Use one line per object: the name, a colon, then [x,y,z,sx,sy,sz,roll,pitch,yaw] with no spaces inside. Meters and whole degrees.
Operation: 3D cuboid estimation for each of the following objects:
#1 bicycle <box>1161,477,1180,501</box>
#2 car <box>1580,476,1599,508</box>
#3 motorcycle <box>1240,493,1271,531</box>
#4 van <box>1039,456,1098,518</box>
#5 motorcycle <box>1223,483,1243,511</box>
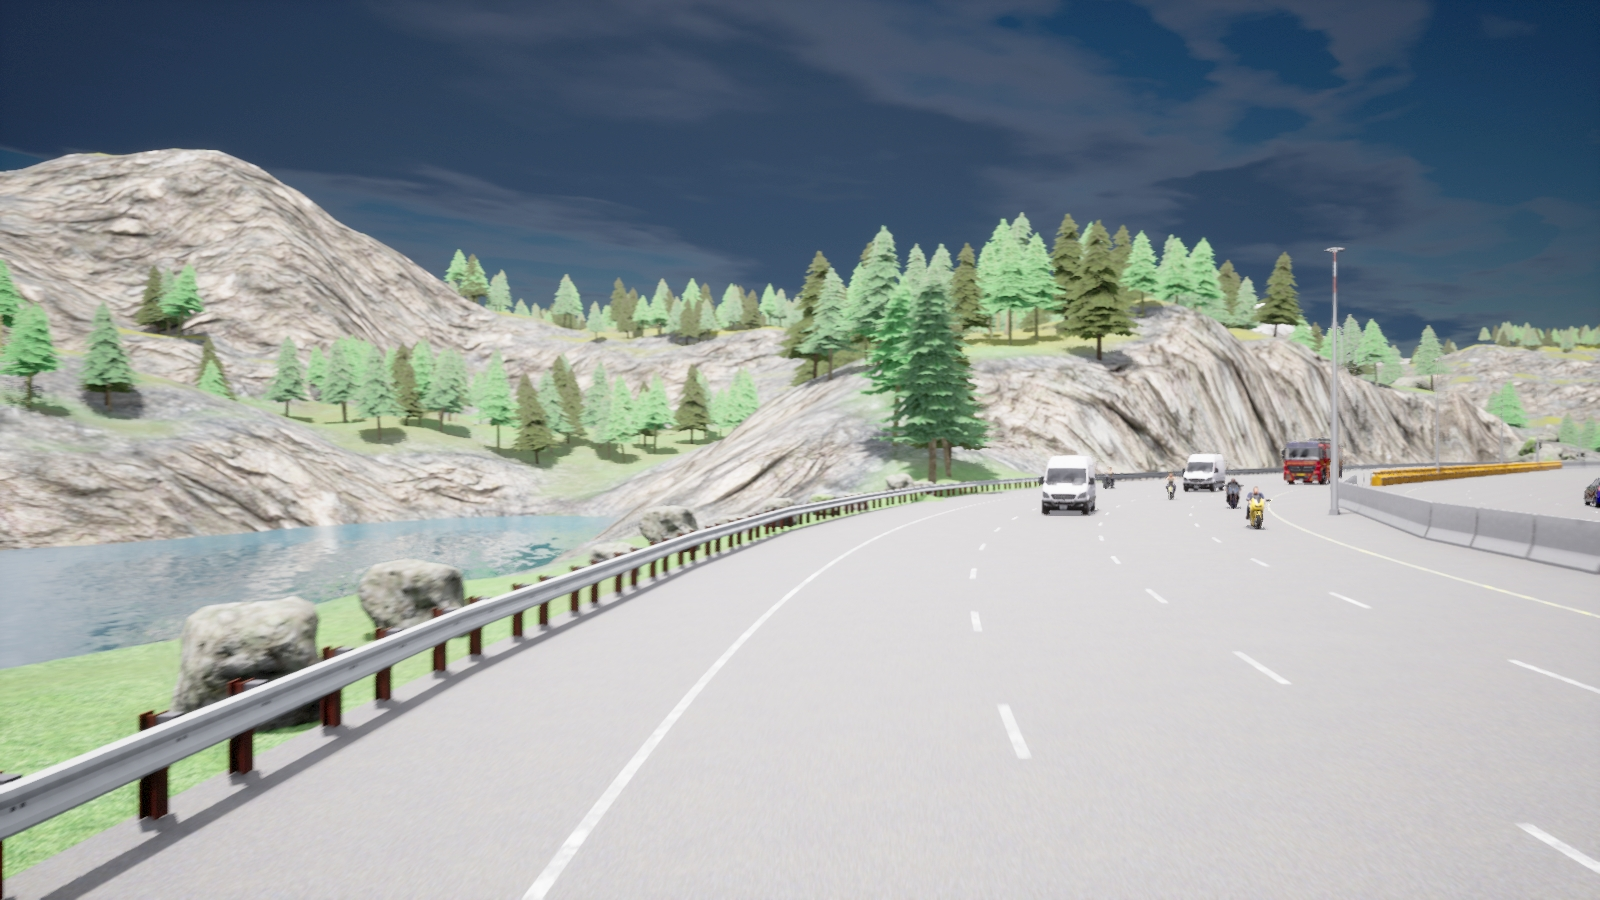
bicycle: [20.856,2.183,64.255,0.859,1.295,1.487,0,0,23]
car: [40.633,2.105,57.374,1.845,1.501,3.633,0,0,25]
motorcycle: [16.283,2.204,40.863,0.803,1.217,2.033,1,0,15]
van: [12.043,1.554,50.983,1.988,2.561,5.915,0,0,18]
motorcycle: [20.868,2.239,55.040,0.867,1.251,2.209,0,0,21]
